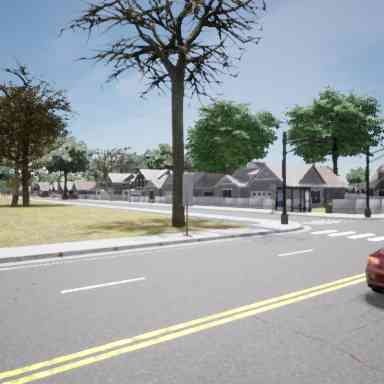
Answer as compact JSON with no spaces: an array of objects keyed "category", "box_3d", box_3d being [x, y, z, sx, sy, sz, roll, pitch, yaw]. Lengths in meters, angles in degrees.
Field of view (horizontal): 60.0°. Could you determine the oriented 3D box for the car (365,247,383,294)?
[{"category":"car","box_3d":[5.704,1.524,7.486,4.674,1.442,1.812,0,0,-36]}]
